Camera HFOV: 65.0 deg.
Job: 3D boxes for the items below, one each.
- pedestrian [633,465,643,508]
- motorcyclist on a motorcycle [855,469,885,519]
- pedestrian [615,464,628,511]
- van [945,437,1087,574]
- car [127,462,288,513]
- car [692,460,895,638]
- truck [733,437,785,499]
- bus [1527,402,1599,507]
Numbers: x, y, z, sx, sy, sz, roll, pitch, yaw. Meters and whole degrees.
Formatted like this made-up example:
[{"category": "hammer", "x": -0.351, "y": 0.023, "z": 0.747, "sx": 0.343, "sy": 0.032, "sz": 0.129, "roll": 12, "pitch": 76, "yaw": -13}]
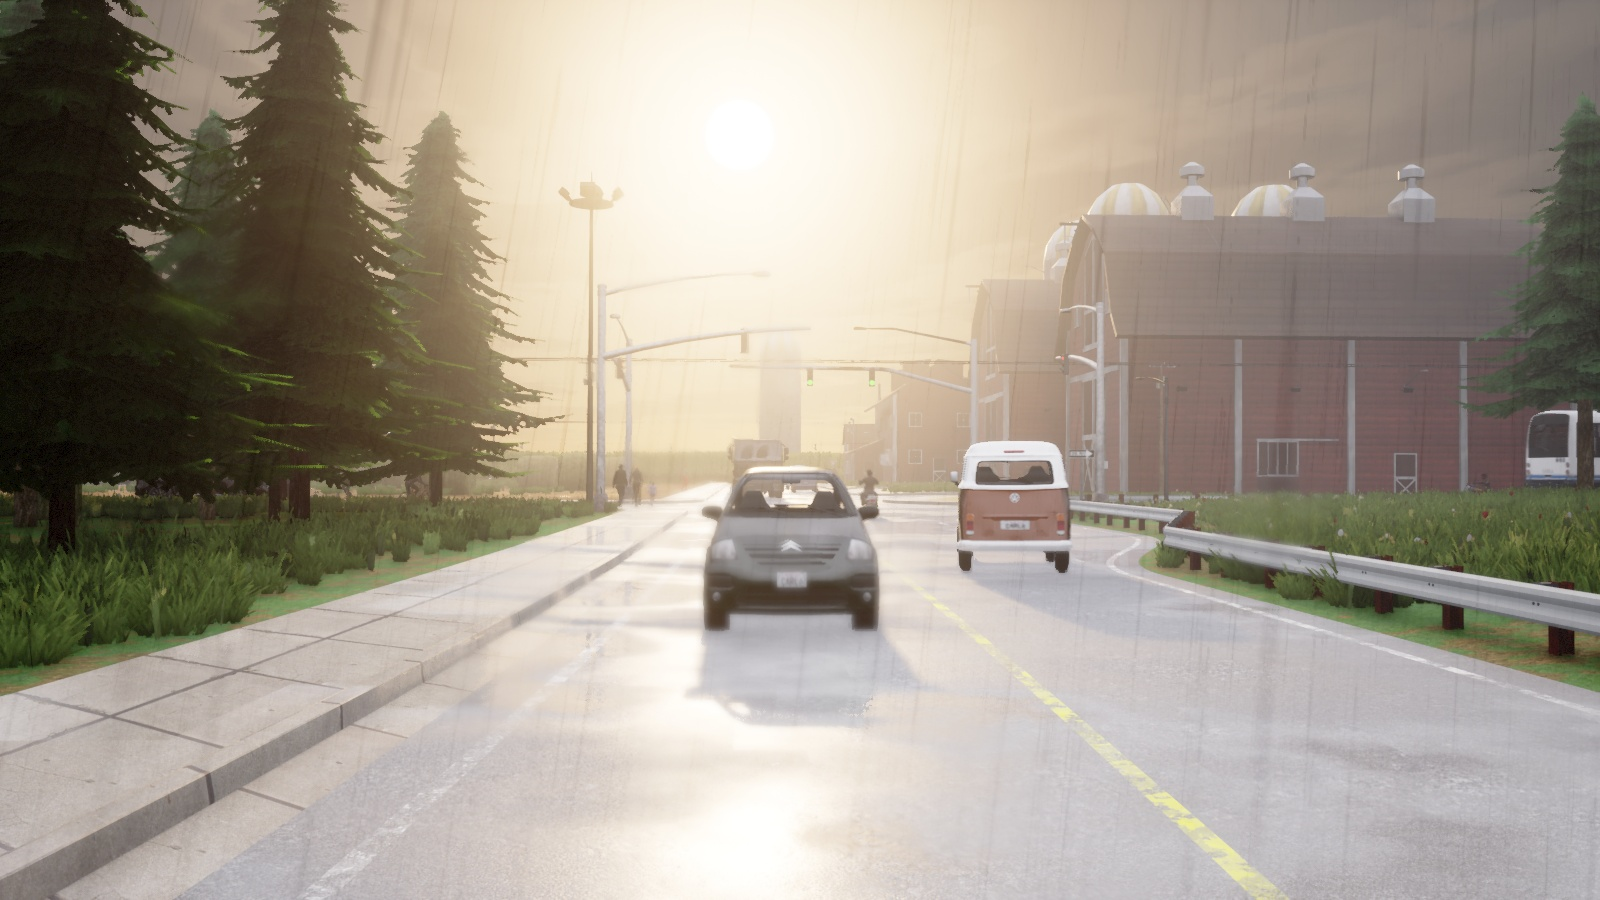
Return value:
[{"category": "pedestrian", "x": -7.034, "y": 1.579, "z": 54.611, "sx": 0.331, "sy": 1.846, "sz": 0.634, "roll": 0, "pitch": -1, "yaw": 0}, {"category": "motorcyclist on a motorcycle", "x": 2.349, "y": 1.467, "z": 42.474, "sx": 0.766, "sy": 1.649, "sz": 2.350, "roll": 0, "pitch": -1, "yaw": -2}, {"category": "pedestrian", "x": -7.008, "y": 1.463, "z": 49.304, "sx": 0.353, "sy": 1.847, "sz": 0.614, "roll": 0, "pitch": -1, "yaw": 6}, {"category": "van", "x": 3.568, "y": 0.877, "z": 21.092, "sx": 2.069, "sy": 2.038, "sz": 4.480, "roll": -1, "pitch": -1, "yaw": 8}, {"category": "car", "x": -24.172, "y": 1.515, "z": 51.378, "sx": 5.566, "sy": 2.045, "sz": 2.150, "roll": 0, "pitch": -1, "yaw": -1}, {"category": "car", "x": -0.098, "y": 0.939, "z": 13.465, "sx": 1.851, "sy": 1.617, "sz": 3.988, "roll": 0, "pitch": -1, "yaw": -1}, {"category": "truck", "x": -2.453, "y": 1.075, "z": 73.816, "sx": 2.891, "sy": 3.462, "sz": 7.936, "roll": 0, "pitch": -1, "yaw": -2}, {"category": "bus", "x": 36.864, "y": 0.202, "z": 52.818, "sx": 10.273, "sy": 4.253, "sz": 3.944, "roll": 0, "pitch": -1, "yaw": -1}]
